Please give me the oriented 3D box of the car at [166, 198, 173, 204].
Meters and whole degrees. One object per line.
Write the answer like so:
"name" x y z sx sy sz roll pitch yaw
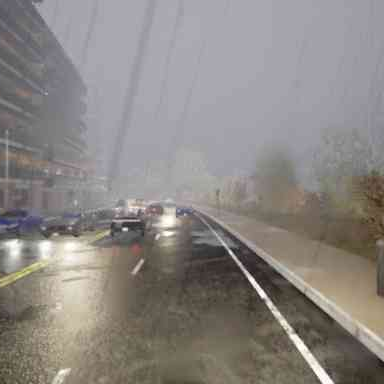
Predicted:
"car" -5.644 2.265 81.937 1.812 1.442 4.674 0 0 -9

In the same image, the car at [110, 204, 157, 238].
"car" -3.419 1.685 19.129 2.128 1.511 4.902 0 0 -2

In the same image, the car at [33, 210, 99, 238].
"car" -6.873 1.753 19.267 2.033 1.411 5.357 0 -1 -2

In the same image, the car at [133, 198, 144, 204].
"car" -9.457 1.942 60.263 2.097 1.767 4.553 0 0 -5

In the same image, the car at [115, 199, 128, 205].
"car" -12.700 2.093 60.065 1.837 1.490 4.892 0 0 -5

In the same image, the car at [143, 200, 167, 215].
"car" -4.286 1.939 38.893 1.994 1.385 4.181 0 0 -4

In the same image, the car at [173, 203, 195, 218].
"car" -0.769 1.924 34.541 1.895 1.301 4.718 0 0 -3

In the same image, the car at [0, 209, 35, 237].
"car" -10.135 1.745 19.524 1.812 1.442 4.674 0 -1 -2
